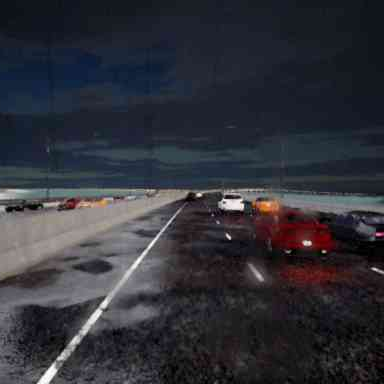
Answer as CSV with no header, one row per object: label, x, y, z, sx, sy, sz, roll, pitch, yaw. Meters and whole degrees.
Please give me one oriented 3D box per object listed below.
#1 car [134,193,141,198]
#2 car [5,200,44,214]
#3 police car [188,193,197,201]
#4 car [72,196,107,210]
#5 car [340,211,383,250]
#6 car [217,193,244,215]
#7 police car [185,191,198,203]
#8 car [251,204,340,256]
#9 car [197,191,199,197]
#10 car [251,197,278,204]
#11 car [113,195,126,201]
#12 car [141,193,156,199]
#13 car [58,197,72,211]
car,-12.811,0.965,80.287,1.882,1.535,5.008,0,0,2
car,-17.361,1.503,34.653,1.895,1.301,4.718,0,0,1
police car,0.152,1.162,80.560,1.930,1.638,5.238,0,0,2
car,-10.358,1.256,34.536,2.097,1.767,4.553,0,0,1
car,7.144,1.515,14.054,2.033,1.411,5.357,0,0,0
car,3.817,1.132,33.267,2.150,2.045,5.566,0,0,1
police car,-0.273,1.225,64.591,1.930,1.638,5.238,0,0,1
car,3.640,1.447,12.933,1.882,1.535,5.008,0,0,0
car,-0.020,0.987,74.492,2.150,2.045,5.566,0,0,2
car,7.326,1.261,33.825,2.097,1.767,4.553,0,0,1
car,-16.448,1.306,75.496,1.895,1.301,4.718,0,0,1
car,-9.449,1.068,75.356,2.097,1.767,4.553,0,0,1
car,-13.800,1.368,38.531,1.882,1.535,5.008,0,0,1
